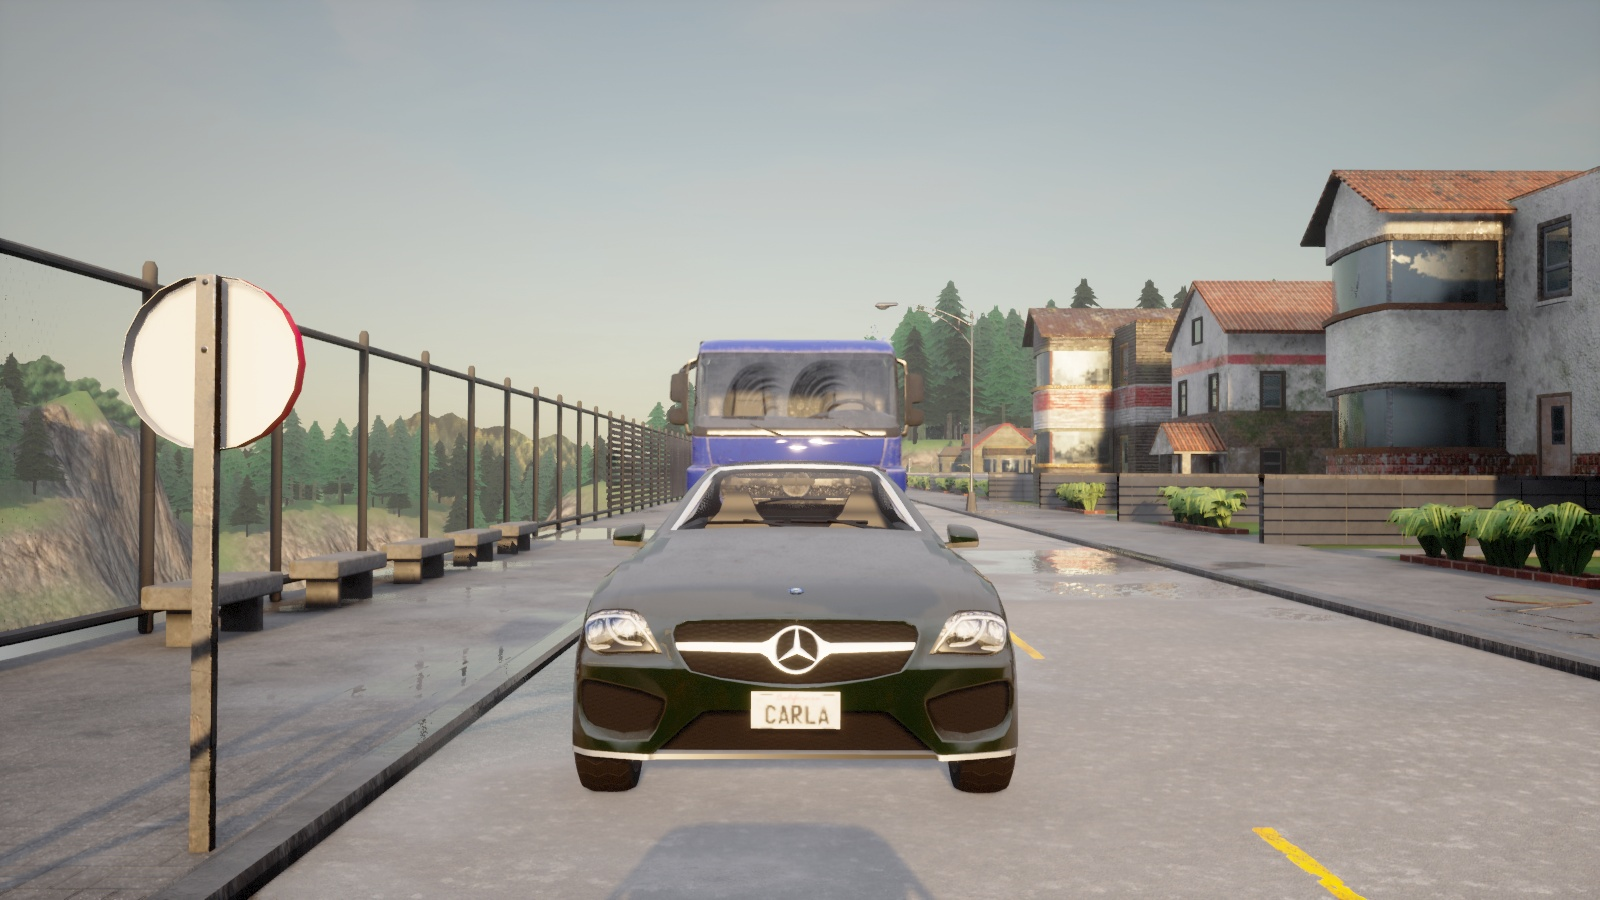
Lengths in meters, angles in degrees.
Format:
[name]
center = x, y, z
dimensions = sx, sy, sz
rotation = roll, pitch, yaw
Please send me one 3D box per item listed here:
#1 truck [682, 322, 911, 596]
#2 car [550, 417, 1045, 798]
[truck]
center = -0.053, 0.165, 19.893
dimensions = 2.891, 3.462, 7.936
rotation = 0, -1, 0
[car]
center = -0.021, 0.727, 7.996
dimensions = 2.152, 1.651, 5.027
rotation = 0, -1, 0
